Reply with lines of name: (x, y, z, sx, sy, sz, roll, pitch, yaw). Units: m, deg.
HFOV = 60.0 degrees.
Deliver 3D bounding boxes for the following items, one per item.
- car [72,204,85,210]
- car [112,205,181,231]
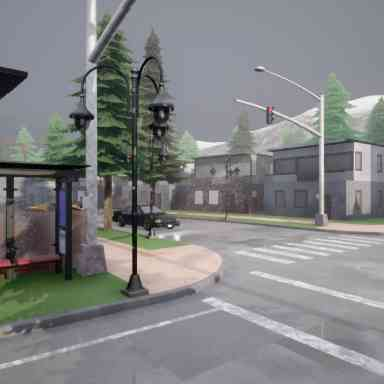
car: (-10.920, 1.459, 27.712, 5.008, 1.535, 1.882, 0, 0, 37)
car: (-3.030, 1.528, 20.807, 2.033, 1.411, 5.357, 0, 0, -42)
